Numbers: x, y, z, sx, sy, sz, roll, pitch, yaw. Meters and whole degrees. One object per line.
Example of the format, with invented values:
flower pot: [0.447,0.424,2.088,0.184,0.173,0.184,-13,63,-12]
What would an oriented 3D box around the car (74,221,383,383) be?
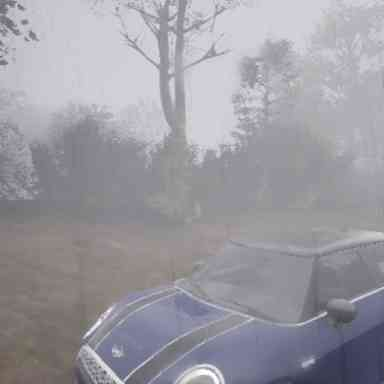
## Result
car: [1.043,1.315,3.907,4.553,1.767,2.097,-1,1,-37]
